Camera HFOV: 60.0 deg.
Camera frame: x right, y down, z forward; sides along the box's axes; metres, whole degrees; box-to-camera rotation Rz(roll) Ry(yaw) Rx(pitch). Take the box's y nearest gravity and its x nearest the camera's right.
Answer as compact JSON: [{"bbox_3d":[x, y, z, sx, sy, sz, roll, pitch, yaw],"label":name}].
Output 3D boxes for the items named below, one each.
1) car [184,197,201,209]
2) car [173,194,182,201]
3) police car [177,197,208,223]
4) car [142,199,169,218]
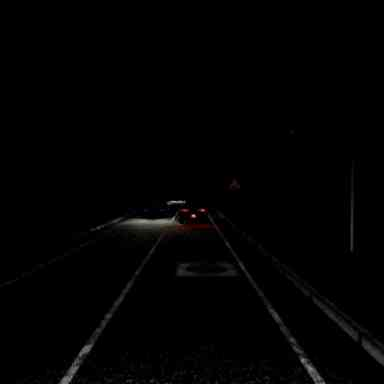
[{"bbox_3d":[0.102,1.346,42.223,2.033,1.411,5.357,0,0,0],"label":"car"},{"bbox_3d":[-2.985,1.130,69.469,2.128,1.511,4.902,0,0,0],"label":"car"},{"bbox_3d":[0.106,1.416,24.567,2.038,1.542,4.974,0,0,0],"label":"police car"},{"bbox_3d":[-3.087,1.365,28.851,1.882,1.535,5.008,0,0,0],"label":"car"}]
